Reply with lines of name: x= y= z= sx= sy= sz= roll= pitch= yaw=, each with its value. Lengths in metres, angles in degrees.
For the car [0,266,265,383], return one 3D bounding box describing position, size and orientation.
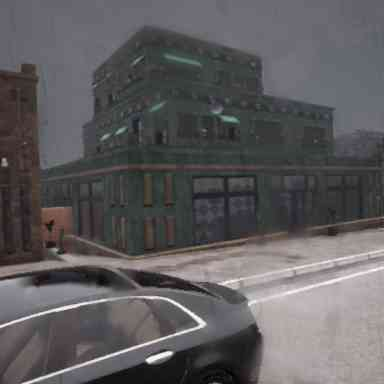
car: x=-1.505 y=1.527 z=2.795 sx=4.892 sy=1.490 sz=1.837 roll=0 pitch=-1 yaw=-35
